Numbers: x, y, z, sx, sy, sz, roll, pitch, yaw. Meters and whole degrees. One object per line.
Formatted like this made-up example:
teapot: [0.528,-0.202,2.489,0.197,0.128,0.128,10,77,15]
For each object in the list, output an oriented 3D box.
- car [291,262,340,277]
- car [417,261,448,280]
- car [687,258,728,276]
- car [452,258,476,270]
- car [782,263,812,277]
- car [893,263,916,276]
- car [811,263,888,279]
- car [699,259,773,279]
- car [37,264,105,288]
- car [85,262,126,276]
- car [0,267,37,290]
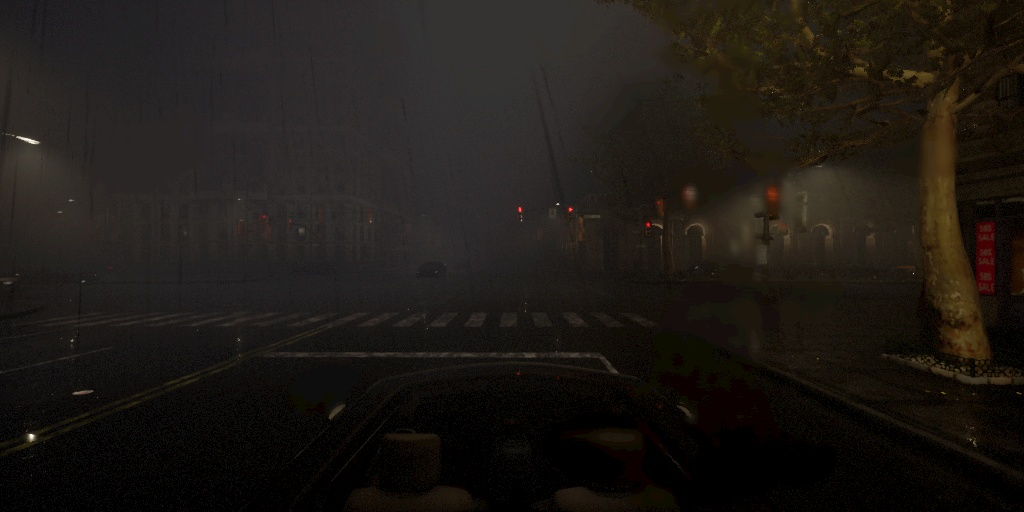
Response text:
car: [-19.450,1.314,35.647,4.181,1.385,1.994,0,0,-16]
car: [-6.996,1.227,31.679,1.882,1.535,5.008,0,0,0]
car: [19.458,1.102,34.754,4.553,1.767,2.097,0,0,0]
car: [-6.932,1.297,52.102,2.033,1.411,5.357,0,0,0]
car: [29.398,1.351,34.662,4.718,1.301,1.895,0,0,1]
car: [39.861,1.228,34.556,5.008,1.535,1.882,0,0,1]
car: [29.384,1.351,31.162,4.718,1.301,1.895,0,0,1]
car: [19.437,1.255,31.252,4.892,1.490,1.837,0,0,1]
car: [-30.276,1.351,23.508,4.718,1.301,1.895,0,0,1]
car: [-40.882,1.276,35.277,4.674,1.442,1.812,0,0,0]
car: [-30.498,1.242,20.012,4.902,1.511,2.128,0,0,1]
